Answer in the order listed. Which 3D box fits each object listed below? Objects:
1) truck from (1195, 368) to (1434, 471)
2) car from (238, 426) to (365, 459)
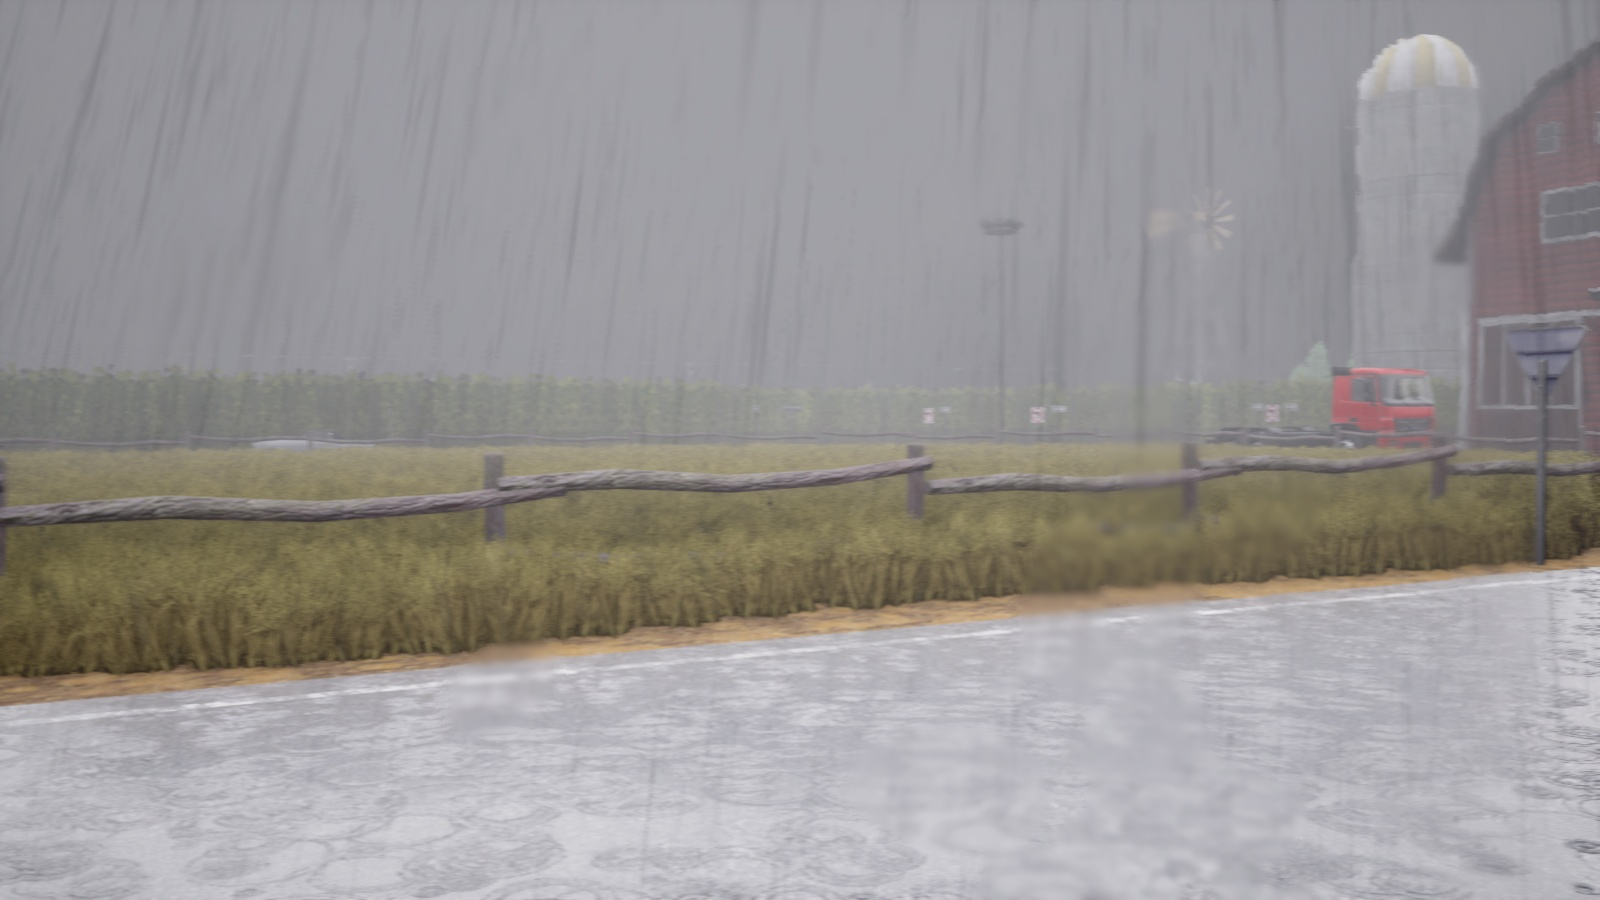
[{"bbox_3d":[18.636,-1.112,46.115,2.891,3.462,7.936,-1,1,-30],"label":"truck"},{"bbox_3d":[-20.393,-0.299,51.390,4.718,1.301,1.895,0,1,-26],"label":"car"}]
